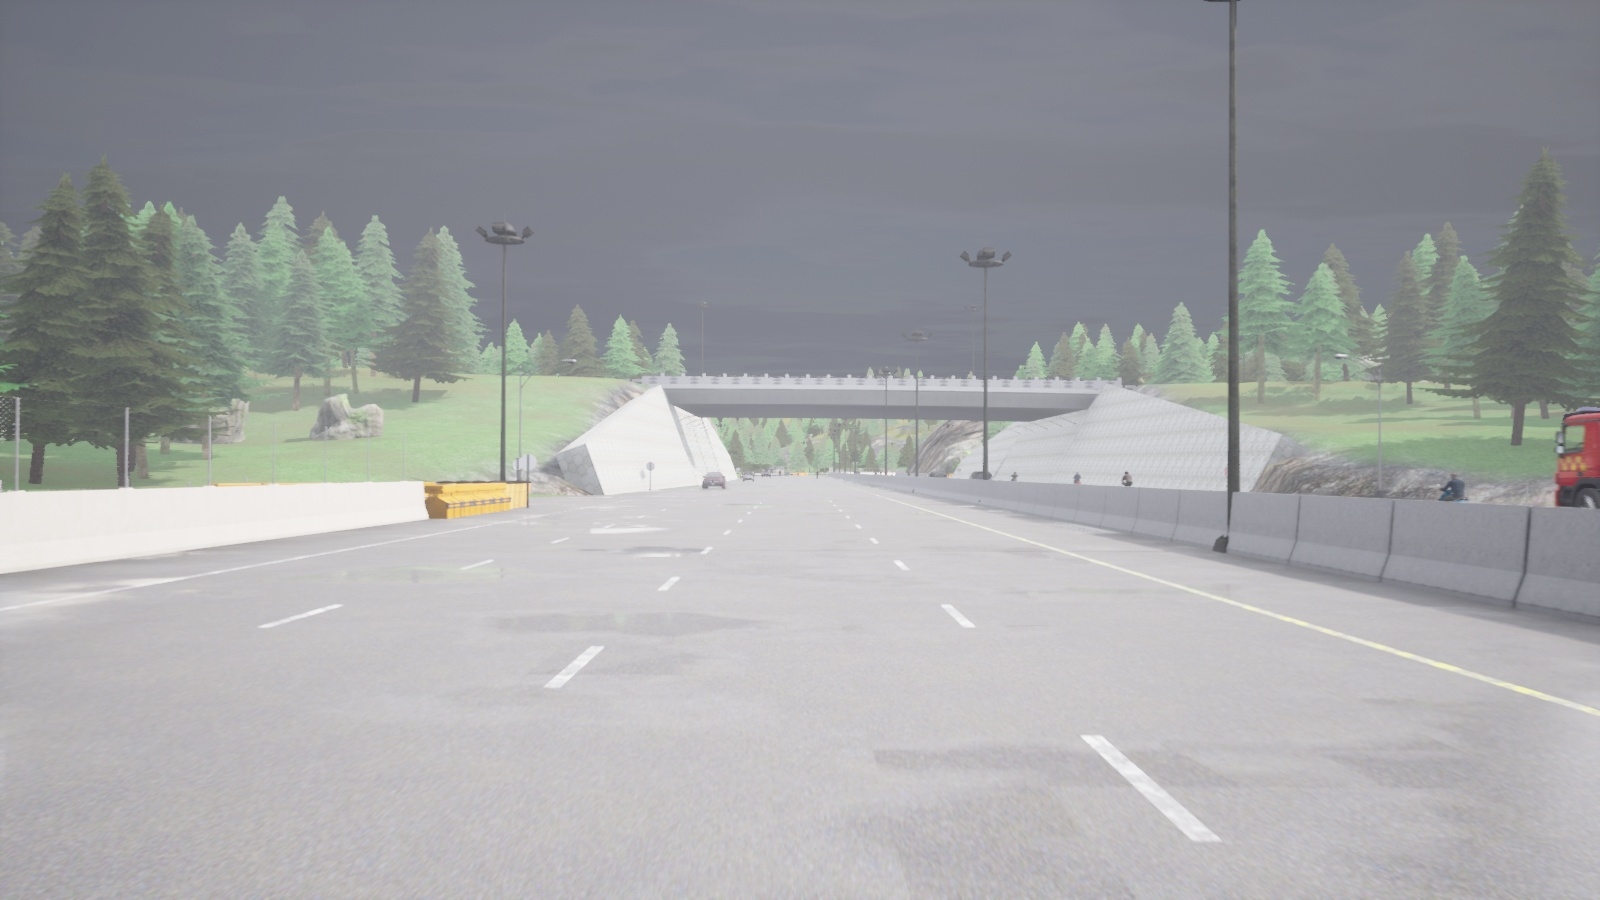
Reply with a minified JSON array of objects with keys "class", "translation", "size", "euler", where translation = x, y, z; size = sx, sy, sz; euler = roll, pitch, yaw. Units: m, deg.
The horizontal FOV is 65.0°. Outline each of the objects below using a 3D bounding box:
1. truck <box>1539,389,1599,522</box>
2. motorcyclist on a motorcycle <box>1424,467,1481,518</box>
[{"class":"truck","translation":[24.407,0.133,34.691],"size":[2.891,3.827,8.468],"euler":[0,-1,0]},{"class":"motorcyclist on a motorcycle","translation":[20.902,1.359,40.281],"size":[0.866,1.590,1.817],"euler":[0,-1,0]}]
